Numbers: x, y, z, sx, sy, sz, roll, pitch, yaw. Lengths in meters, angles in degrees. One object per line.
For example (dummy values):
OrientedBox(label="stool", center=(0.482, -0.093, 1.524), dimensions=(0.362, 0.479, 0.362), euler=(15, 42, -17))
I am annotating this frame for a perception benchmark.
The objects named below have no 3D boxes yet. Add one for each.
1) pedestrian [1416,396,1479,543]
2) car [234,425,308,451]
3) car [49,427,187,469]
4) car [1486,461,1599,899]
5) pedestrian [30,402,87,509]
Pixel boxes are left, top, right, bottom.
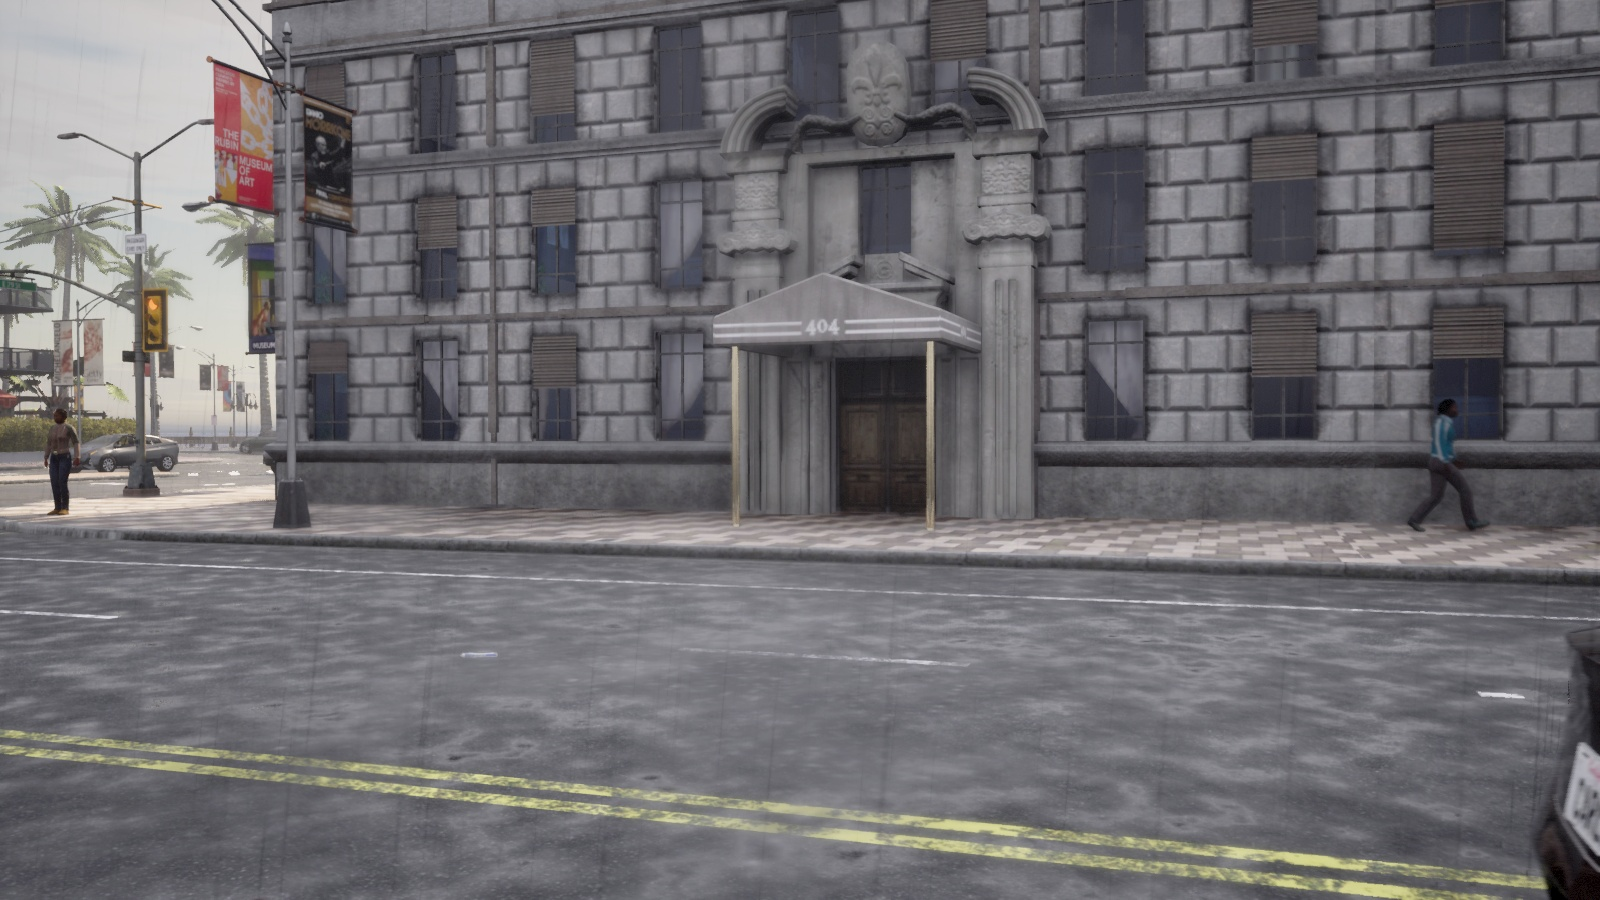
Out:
OrientedBox(label="pedestrian", center=(8.666, 0.246, 16.822), dimensions=(0.692, 1.930, 0.396), euler=(1, 1, 23))
OrientedBox(label="car", center=(-37.160, -0.867, 88.247), dimensions=(4.553, 1.767, 2.097), euler=(1, 1, 19))
OrientedBox(label="car", center=(-26.233, -0.102, 48.491), dimensions=(2.007, 1.525, 4.514), euler=(1, 1, 19))
OrientedBox(label="car", center=(3.926, 0.811, 1.865), dimensions=(4.792, 1.488, 2.163), euler=(1, 1, 19))
OrientedBox(label="pedestrian", center=(-12.728, 0.090, 21.561), dimensions=(0.328, 1.805, 0.869), euler=(0, 1, 12))
